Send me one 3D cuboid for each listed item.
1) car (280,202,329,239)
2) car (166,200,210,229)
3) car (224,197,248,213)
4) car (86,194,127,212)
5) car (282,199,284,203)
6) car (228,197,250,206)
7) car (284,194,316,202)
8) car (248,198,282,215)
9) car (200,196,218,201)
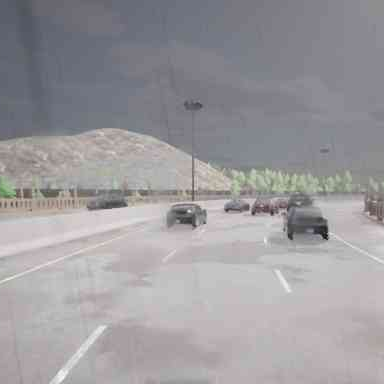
[{"bbox_3d":[5.831,1.504,17.330,1.837,1.490,4.892,0,0,12],"label":"car"},{"bbox_3d":[-0.242,1.502,21.889,1.837,1.490,4.892,0,-1,14],"label":"car"},{"bbox_3d":[5.178,1.546,37.241,2.033,1.411,5.357,0,0,25],"label":"car"},{"bbox_3d":[-9.723,1.221,38.380,2.150,2.045,5.566,0,0,22],"label":"car"},{"bbox_3d":[11.758,1.545,42.525,2.033,1.411,5.357,0,0,31],"label":"car"},{"bbox_3d":[7.948,1.562,56.402,1.994,1.385,4.181,0,0,35],"label":"car"},{"bbox_3d":[10.886,1.220,32.868,2.150,2.045,5.566,0,0,24],"label":"car"},{"bbox_3d":[7.418,1.351,33.416,2.097,1.767,4.553,0,0,23],"label":"car"},{"bbox_3d":[2.581,1.505,54.593,1.837,1.490,4.892,0,-1,33],"label":"car"}]
